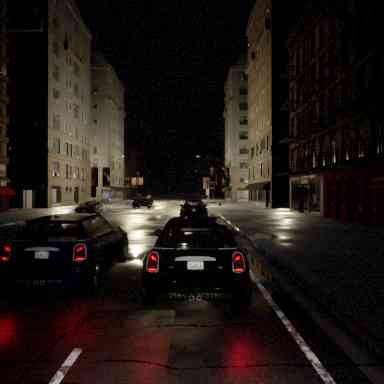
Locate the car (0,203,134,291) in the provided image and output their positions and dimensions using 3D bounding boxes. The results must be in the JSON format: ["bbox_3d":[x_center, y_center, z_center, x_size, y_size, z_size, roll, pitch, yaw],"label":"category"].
[{"bbox_3d":[-3.148,1.353,9.156,2.097,1.767,4.553,0,0,1],"label":"car"}]

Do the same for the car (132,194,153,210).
[{"bbox_3d":[-6.525,1.248,44.647,2.150,2.045,5.566,0,0,1],"label":"car"}]

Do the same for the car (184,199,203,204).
[{"bbox_3d":[0.118,1.362,26.112,2.097,1.767,4.553,0,0,0],"label":"car"}]

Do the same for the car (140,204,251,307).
[{"bbox_3d":[0.101,1.353,8.160,2.097,1.767,4.553,0,0,1],"label":"car"}]

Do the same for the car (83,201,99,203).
[{"bbox_3d":[-9.827,1.577,32.074,1.994,1.385,4.181,0,0,0],"label":"car"}]
